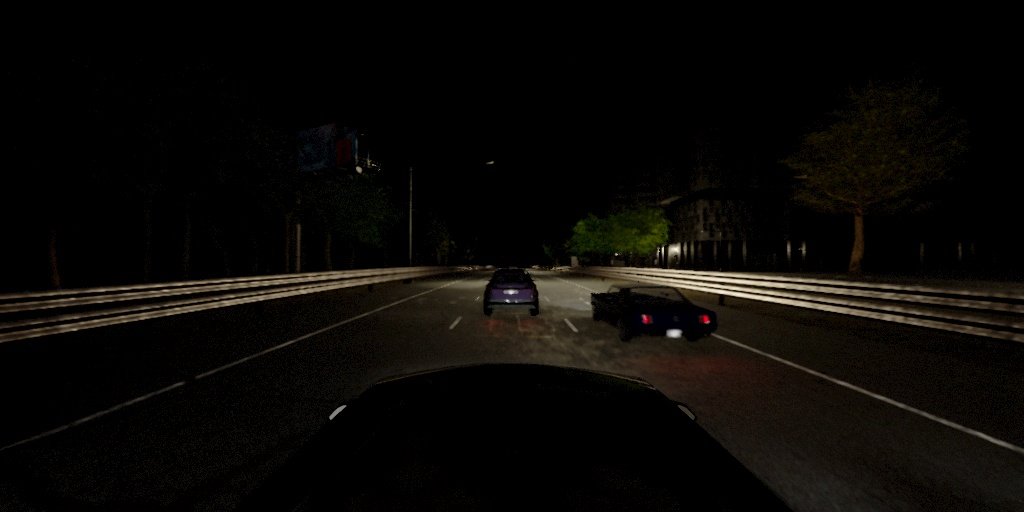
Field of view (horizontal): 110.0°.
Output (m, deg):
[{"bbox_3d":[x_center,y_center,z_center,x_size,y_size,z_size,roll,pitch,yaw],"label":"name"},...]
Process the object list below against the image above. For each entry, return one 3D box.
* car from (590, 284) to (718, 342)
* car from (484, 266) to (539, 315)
[{"bbox_3d":[3.504,1.414,9.971,1.895,1.301,4.718,0,-1,0],"label":"car"},{"bbox_3d":[-0.021,1.289,14.189,2.033,1.649,4.856,0,-1,0],"label":"car"}]
